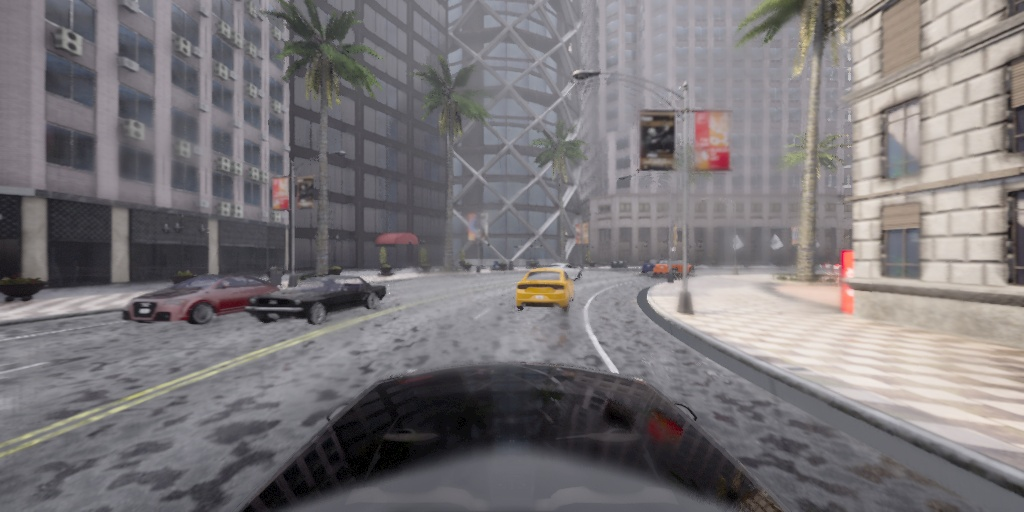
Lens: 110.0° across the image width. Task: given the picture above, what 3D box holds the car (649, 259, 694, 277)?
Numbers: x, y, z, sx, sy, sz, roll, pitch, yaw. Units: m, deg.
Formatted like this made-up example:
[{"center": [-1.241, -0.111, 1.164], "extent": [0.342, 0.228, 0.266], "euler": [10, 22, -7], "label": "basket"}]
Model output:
[{"center": [16.434, 1.101, 36.338], "extent": [4.553, 1.767, 2.097], "euler": [0, 0, -35], "label": "car"}]

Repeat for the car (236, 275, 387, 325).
[{"center": [-6.249, 1.351, 12.116], "extent": [1.895, 1.301, 4.718], "euler": [0, 0, 10], "label": "car"}]

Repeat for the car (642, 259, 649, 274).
[{"center": [16.918, 1.102, 40.596], "extent": [4.553, 1.767, 2.097], "euler": [0, 0, -29], "label": "car"}]

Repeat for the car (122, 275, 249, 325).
[{"center": [-9.753, 1.313, 11.777], "extent": [1.994, 1.385, 4.181], "euler": [0, 0, 9], "label": "car"}]

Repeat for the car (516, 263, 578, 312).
[{"center": [1.472, 1.227, 14.430], "extent": [1.882, 1.535, 5.008], "euler": [0, 0, 13], "label": "car"}]

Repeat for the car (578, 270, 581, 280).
[{"center": [3.986, 1.275, 28.607], "extent": [1.812, 1.442, 4.674], "euler": [0, 0, 32], "label": "car"}]
